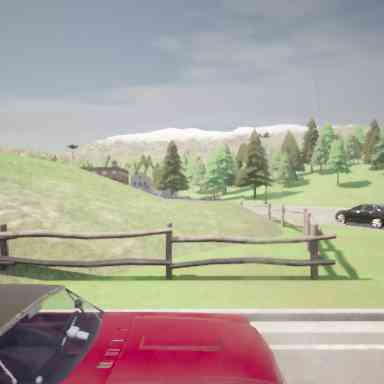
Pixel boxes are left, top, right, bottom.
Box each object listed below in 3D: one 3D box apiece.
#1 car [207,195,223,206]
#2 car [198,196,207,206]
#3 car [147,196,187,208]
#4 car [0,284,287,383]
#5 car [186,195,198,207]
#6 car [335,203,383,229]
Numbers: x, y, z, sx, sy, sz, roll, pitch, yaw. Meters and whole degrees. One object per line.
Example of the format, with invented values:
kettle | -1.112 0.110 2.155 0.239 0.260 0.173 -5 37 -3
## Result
car | 2.814 1.351 56.140 4.553 1.767 2.097 0 0 35
car | -0.264 1.564 53.958 4.181 1.385 1.994 0 0 33
car | -3.886 1.547 47.779 5.357 1.411 2.033 0 0 33
car | -1.520 1.600 2.945 4.718 1.301 1.895 0 0 0
car | -2.013 1.351 50.660 4.553 1.767 2.097 0 0 33
car | 11.578 1.504 21.718 1.837 1.490 4.892 0 0 -19
